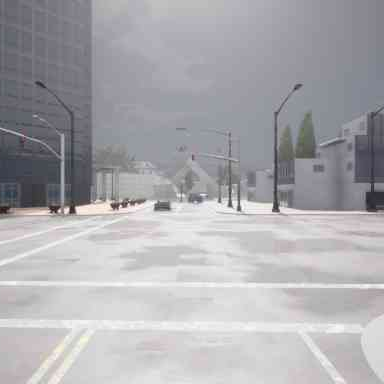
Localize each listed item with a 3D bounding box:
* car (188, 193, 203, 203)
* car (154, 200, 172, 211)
[{"bbox_3d":[0.708,1.221,67.382,2.150,2.045,5.566,0,0,12],"label":"car"},{"bbox_3d":[-3.620,1.601,41.672,1.895,1.301,4.718,0,0,0],"label":"car"}]
